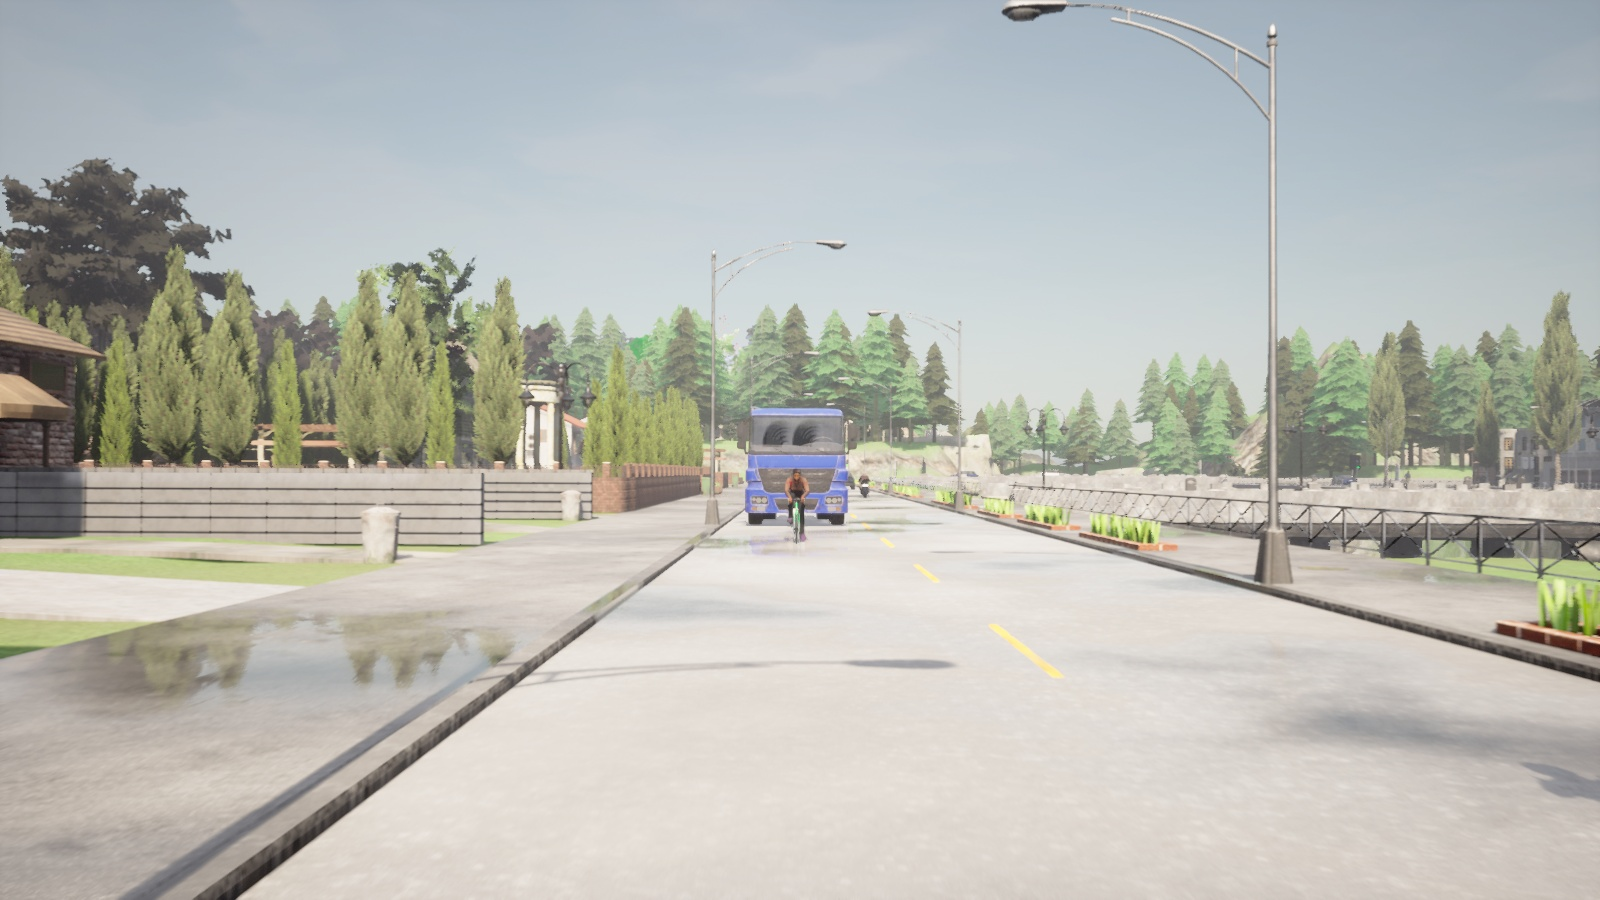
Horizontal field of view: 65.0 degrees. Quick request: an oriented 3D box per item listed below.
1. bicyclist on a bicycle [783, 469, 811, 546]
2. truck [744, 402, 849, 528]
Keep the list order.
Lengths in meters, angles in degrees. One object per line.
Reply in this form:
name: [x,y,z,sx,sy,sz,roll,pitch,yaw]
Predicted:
bicyclist on a bicycle: [-0.065,1.224,27.263,0.582,1.620,1.656,0,-1,0]
truck: [-0.095,0.480,38.666,2.891,3.462,7.936,0,-1,0]
